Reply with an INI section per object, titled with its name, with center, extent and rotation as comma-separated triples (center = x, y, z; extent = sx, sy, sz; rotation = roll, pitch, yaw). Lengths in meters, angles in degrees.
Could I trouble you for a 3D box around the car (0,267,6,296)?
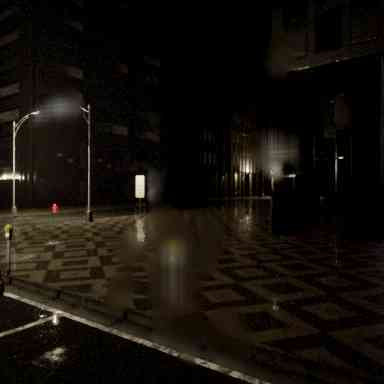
[car]
center = -5.795, 1.526, 7.023
extent = 4.829, 1.417, 1.752
rotation = 0, 0, 35
